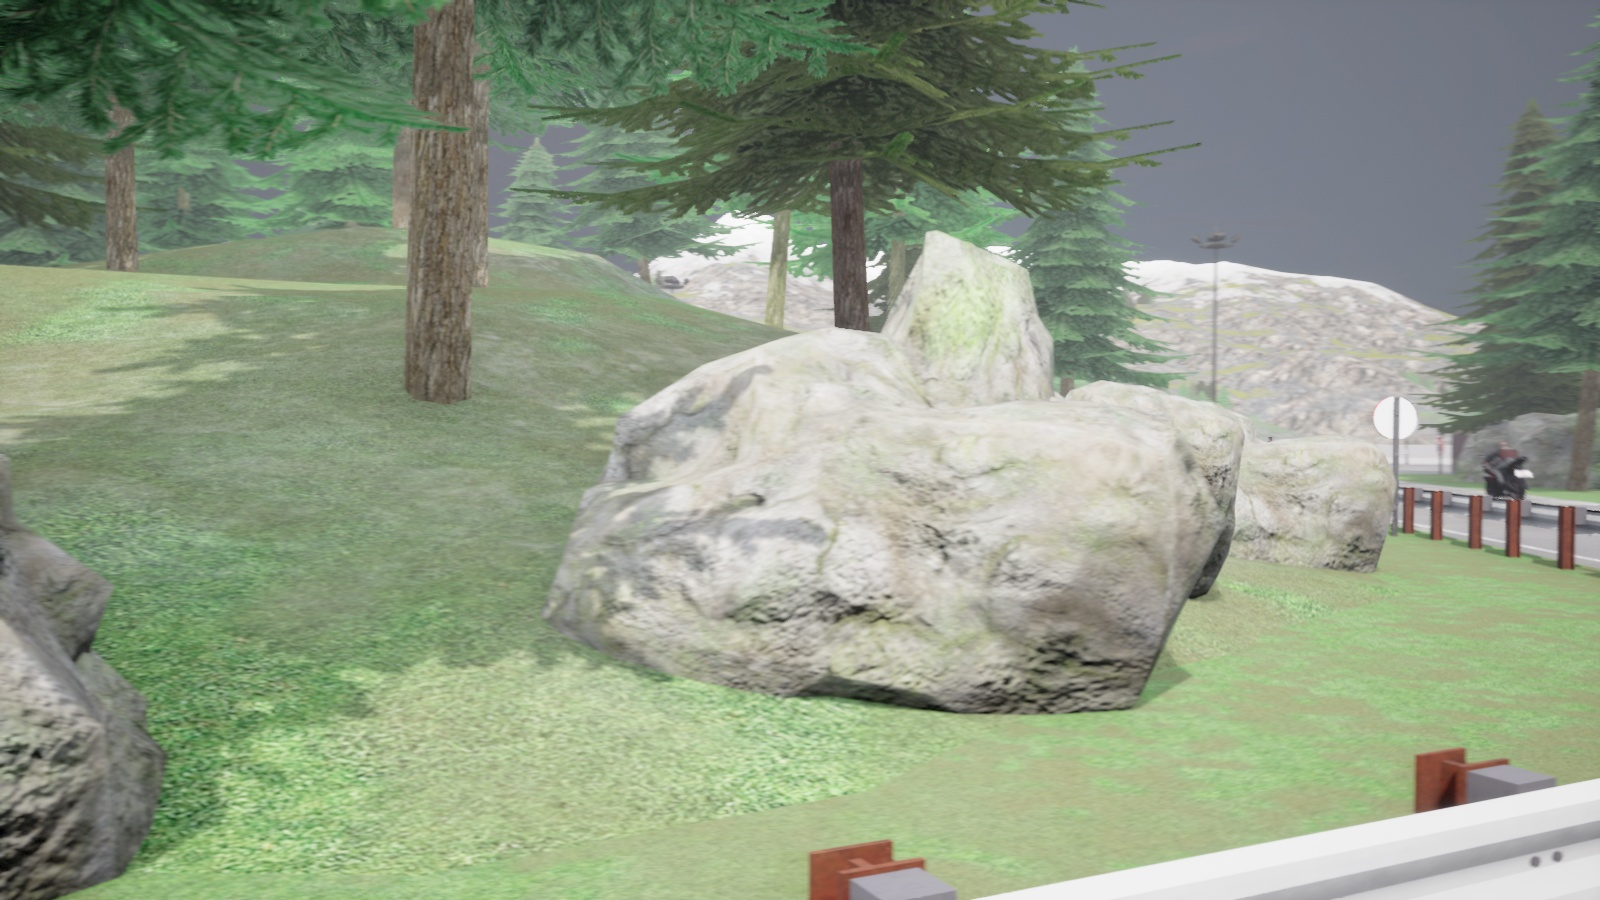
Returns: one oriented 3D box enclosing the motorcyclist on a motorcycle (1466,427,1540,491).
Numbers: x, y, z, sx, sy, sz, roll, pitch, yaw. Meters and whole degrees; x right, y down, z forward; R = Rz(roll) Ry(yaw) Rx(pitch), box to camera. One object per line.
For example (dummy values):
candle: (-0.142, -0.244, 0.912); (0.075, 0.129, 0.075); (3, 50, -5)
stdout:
motorcyclist on a motorcycle: (17.516, 0.197, 31.347); (0.866, 1.530, 2.191); (-1, 1, 8)
